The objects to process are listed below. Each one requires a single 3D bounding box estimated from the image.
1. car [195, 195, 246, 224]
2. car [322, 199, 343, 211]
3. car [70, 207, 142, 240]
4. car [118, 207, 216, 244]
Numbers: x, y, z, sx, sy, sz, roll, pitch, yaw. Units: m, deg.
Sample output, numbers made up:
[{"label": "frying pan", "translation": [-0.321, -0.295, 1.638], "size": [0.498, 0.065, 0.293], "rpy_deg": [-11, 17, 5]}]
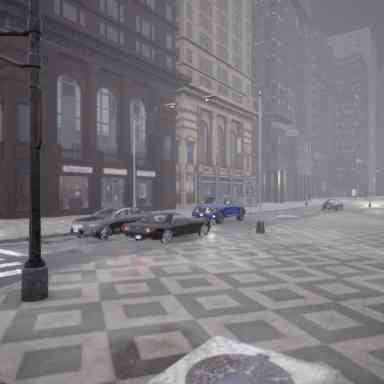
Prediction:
[{"label": "car", "translation": [2.253, 1.295, 26.135], "size": [2.150, 2.045, 5.566], "rpy_deg": [0, 0, 35]}, {"label": "car", "translation": [18.133, 1.656, 42.835], "size": [1.812, 1.442, 4.674], "rpy_deg": [0, 0, 36]}, {"label": "car", "translation": [-3.995, 1.533, 17.409], "size": [2.128, 1.511, 4.902], "rpy_deg": [0, 0, 34]}, {"label": "car", "translation": [-1.010, 1.639, 16.063], "size": [1.895, 1.301, 4.718], "rpy_deg": [0, 0, 36]}]
